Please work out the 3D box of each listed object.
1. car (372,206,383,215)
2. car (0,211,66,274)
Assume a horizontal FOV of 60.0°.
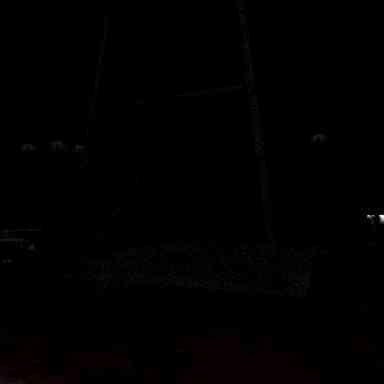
[{"bbox_3d":[20.062,1.712,36.750,2.033,1.411,5.357,-2,-1,23],"label":"car"},{"bbox_3d":[-5.701,1.647,11.550,1.905,1.878,3.866,-1,-1,-8],"label":"car"}]
